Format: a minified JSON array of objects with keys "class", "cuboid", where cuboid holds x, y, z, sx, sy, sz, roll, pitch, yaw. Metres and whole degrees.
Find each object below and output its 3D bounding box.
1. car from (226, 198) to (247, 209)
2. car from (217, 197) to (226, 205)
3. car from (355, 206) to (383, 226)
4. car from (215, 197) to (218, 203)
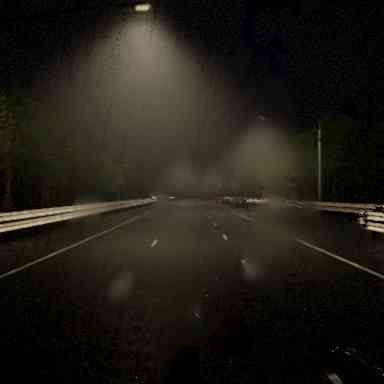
[{"class":"car","cuboid":[7.144,1.630,51.577,2.097,1.767,4.553,0,0,-3]},{"class":"car","cuboid":[7.000,1.948,69.832,1.994,1.385,4.181,0,0,0]},{"class":"car","cuboid":[13.459,1.650,22.717,1.837,1.490,4.892,-1,0,-19]},{"class":"car","cuboid":[7.028,2.011,85.782,1.812,1.442,4.674,0,0,0]}]
